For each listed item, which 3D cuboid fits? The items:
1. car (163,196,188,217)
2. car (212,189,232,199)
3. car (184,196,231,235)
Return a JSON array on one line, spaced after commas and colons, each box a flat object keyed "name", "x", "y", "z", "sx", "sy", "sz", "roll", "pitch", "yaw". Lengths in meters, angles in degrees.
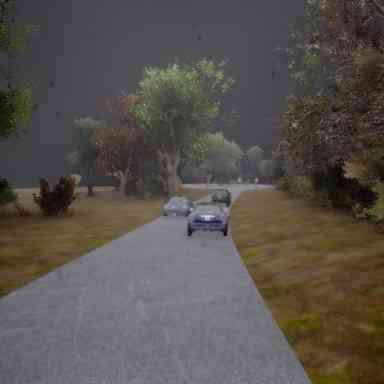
[{"name": "car", "x": -1.095, "y": 1.154, "z": 28.263, "sx": 2.097, "sy": 1.767, "sz": 4.553, "roll": 1, "pitch": 1, "yaw": 7}, {"name": "car", "x": 3.702, "y": 0.612, "z": 41.321, "sx": 2.150, "sy": 2.045, "sz": 5.566, "roll": 1, "pitch": 3, "yaw": 10}, {"name": "car", "x": 0.937, "y": 1.331, "z": 18.775, "sx": 2.097, "sy": 1.767, "sz": 4.553, "roll": 0, "pitch": 1, "yaw": 4}]
